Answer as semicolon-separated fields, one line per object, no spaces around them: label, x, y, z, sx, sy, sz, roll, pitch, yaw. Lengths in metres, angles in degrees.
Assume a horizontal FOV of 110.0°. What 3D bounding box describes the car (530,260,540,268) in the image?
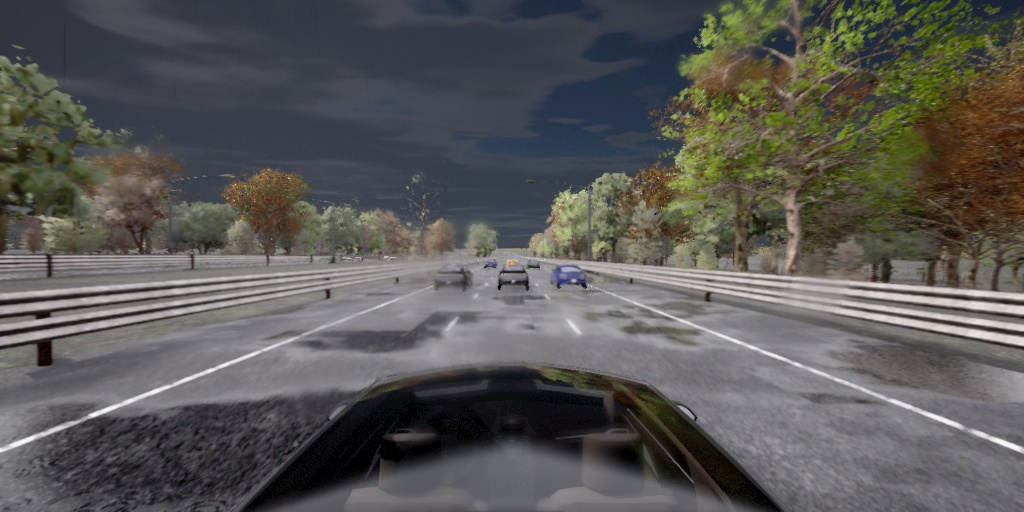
car;3.560;1.309;60.161;1.994;1.385;4.181;0;0;0

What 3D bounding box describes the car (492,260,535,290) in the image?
car;0.086;1.241;22.522;2.128;1.511;4.902;0;0;0

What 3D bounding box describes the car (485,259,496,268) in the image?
car;-3.441;1.269;60.002;1.812;1.442;4.674;0;0;0

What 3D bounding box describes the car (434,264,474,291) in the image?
car;-3.414;1.240;21.785;2.128;1.511;4.902;0;0;0

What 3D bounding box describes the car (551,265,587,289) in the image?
car;3.586;1.274;23.119;1.812;1.442;4.674;0;0;0
